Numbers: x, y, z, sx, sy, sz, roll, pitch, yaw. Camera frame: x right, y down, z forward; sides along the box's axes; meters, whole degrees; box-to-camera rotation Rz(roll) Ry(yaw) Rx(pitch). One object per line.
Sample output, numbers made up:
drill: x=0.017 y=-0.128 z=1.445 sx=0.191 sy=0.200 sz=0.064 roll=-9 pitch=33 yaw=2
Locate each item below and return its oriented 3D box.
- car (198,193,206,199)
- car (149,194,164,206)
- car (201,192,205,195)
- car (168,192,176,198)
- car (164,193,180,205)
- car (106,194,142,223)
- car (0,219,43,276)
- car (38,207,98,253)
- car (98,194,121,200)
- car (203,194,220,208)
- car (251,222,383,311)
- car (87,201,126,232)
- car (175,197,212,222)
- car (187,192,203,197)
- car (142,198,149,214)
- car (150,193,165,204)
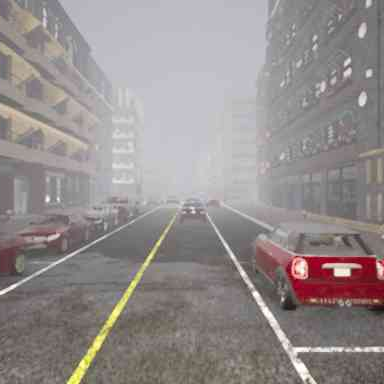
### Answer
car: x=2.494 y=0.904 z=84.574 sx=2.008 sy=1.369 sz=4.403 roll=1 pitch=0 yaw=0
car: x=-5.355 y=1.229 z=46.447 sx=1.802 sy=1.307 sz=4.206 roll=1 pitch=0 yaw=0
car: x=2.531 y=1.087 z=46.475 sx=1.967 sy=1.590 sz=4.097 roll=1 pitch=0 yaw=0
car: x=-5.391 y=0.836 z=90.037 sx=1.752 sy=1.417 sz=4.829 roll=1 pitch=0 yaw=0
car: x=-2.797 y=1.149 z=49.278 sx=1.882 sy=1.535 sz=5.008 roll=0 pitch=0 yaw=0
car: x=-5.326 y=1.132 z=24.250 sx=2.192 sy=1.841 sz=5.009 roll=1 pitch=0 yaw=0
car: x=-5.314 y=1.524 z=7.605 sx=1.802 sy=1.307 sz=4.206 roll=1 pitch=0 yaw=0
car: x=-5.319 y=1.483 z=13.154 sx=1.802 sy=1.307 sz=4.206 roll=1 pitch=0 yaw=0
car: x=-17.691 y=1.038 z=71.371 sx=4.313 sy=1.339 sz=1.947 roll=0 pitch=0 yaw=0
car: x=2.535 y=1.272 z=40.927 sx=1.802 sy=1.307 sz=4.206 roll=1 pitch=0 yaw=0
car: x=2.568 y=1.382 z=7.633 sx=1.967 sy=1.590 sz=4.097 roll=1 pitch=0 yaw=0
car: x=-5.324 y=1.410 z=18.703 sx=2.008 sy=1.369 sz=4.403 roll=1 pitch=0 yaw=0
car: x=0.076 y=1.365 z=24.112 sx=2.033 sy=1.411 sz=5.357 roll=0 pitch=0 yaw=0
car: x=0.060 y=1.168 z=40.784 sx=1.882 sy=1.535 sz=5.008 roll=0 pitch=1 yaw=0
car: x=-5.335 y=1.340 z=29.800 sx=1.947 sy=1.339 sz=4.313 roll=1 pitch=0 yaw=0
car: x=-5.363 y=1.045 z=51.995 sx=1.967 sy=1.590 sz=4.097 roll=1 pitch=0 yaw=0
